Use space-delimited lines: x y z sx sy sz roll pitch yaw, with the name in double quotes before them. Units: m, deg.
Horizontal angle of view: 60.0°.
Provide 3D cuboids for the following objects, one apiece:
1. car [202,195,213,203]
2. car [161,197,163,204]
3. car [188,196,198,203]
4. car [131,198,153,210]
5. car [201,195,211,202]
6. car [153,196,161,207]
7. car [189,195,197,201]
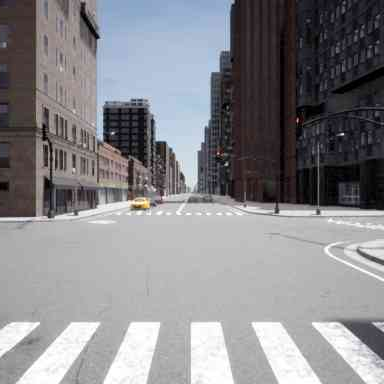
"car" 3.391 1.533 70.952 2.128 1.511 4.902 0 0 0
"car" -6.440 1.489 61.857 1.882 1.535 5.008 0 0 0
"car" 0.166 1.527 71.805 2.128 1.511 4.902 0 0 0
"car" -6.514 1.486 42.186 1.882 1.535 5.008 0 0 0
"car" 3.412 1.501 81.372 2.128 1.511 4.902 0 0 0
"car" -6.481 1.574 51.436 1.994 1.385 4.181 0 0 1
"car" 0.163 1.558 82.119 1.994 1.385 4.181 0 0 0
